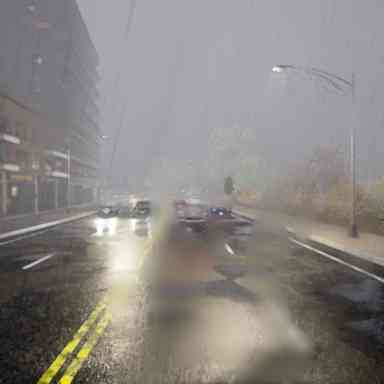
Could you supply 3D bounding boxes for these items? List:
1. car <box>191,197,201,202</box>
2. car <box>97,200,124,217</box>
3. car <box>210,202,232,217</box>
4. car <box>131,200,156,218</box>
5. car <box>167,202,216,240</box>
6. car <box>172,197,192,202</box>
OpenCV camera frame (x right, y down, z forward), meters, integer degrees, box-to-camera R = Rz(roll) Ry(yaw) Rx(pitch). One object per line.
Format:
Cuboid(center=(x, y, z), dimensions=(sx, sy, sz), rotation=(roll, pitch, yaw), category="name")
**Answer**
Cuboid(center=(0.384, 1.467, 53.019), dimensions=(1.812, 1.442, 4.674), rotation=(0, 0, -6), category="car")
Cuboid(center=(-7.661, 1.501, 31.643), dimensions=(2.128, 1.511, 4.902), rotation=(0, 0, -4), category="car")
Cuboid(center=(2.372, 1.568, 30.781), dimensions=(1.895, 1.301, 4.718), rotation=(0, 0, -4), category="car")
Cuboid(center=(-4.322, 1.499, 30.266), dimensions=(1.837, 1.490, 4.892), rotation=(0, 0, -3), category="car")
Cuboid(center=(-0.215, 1.484, 16.864), dimensions=(2.128, 1.511, 4.902), rotation=(0, 0, -2), category="car")
Cuboid(center=(-1.453, 1.536, 38.524), dimensions=(1.994, 1.385, 4.181), rotation=(0, 0, -5), category="car")
